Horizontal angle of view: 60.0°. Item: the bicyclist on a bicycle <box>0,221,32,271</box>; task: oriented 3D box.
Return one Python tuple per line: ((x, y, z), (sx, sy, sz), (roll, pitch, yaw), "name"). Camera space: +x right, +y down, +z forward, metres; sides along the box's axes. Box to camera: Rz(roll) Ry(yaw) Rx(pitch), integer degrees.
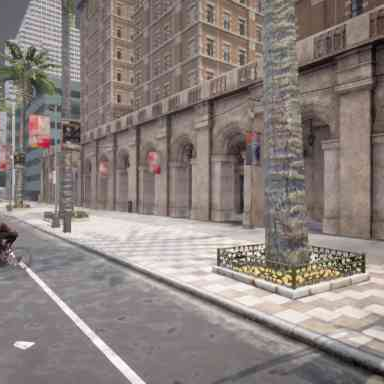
((-5.333, 1.450, 9.203), (1.656, 1.620, 0.582), (-1, 0, -36), "bicyclist on a bicycle")
